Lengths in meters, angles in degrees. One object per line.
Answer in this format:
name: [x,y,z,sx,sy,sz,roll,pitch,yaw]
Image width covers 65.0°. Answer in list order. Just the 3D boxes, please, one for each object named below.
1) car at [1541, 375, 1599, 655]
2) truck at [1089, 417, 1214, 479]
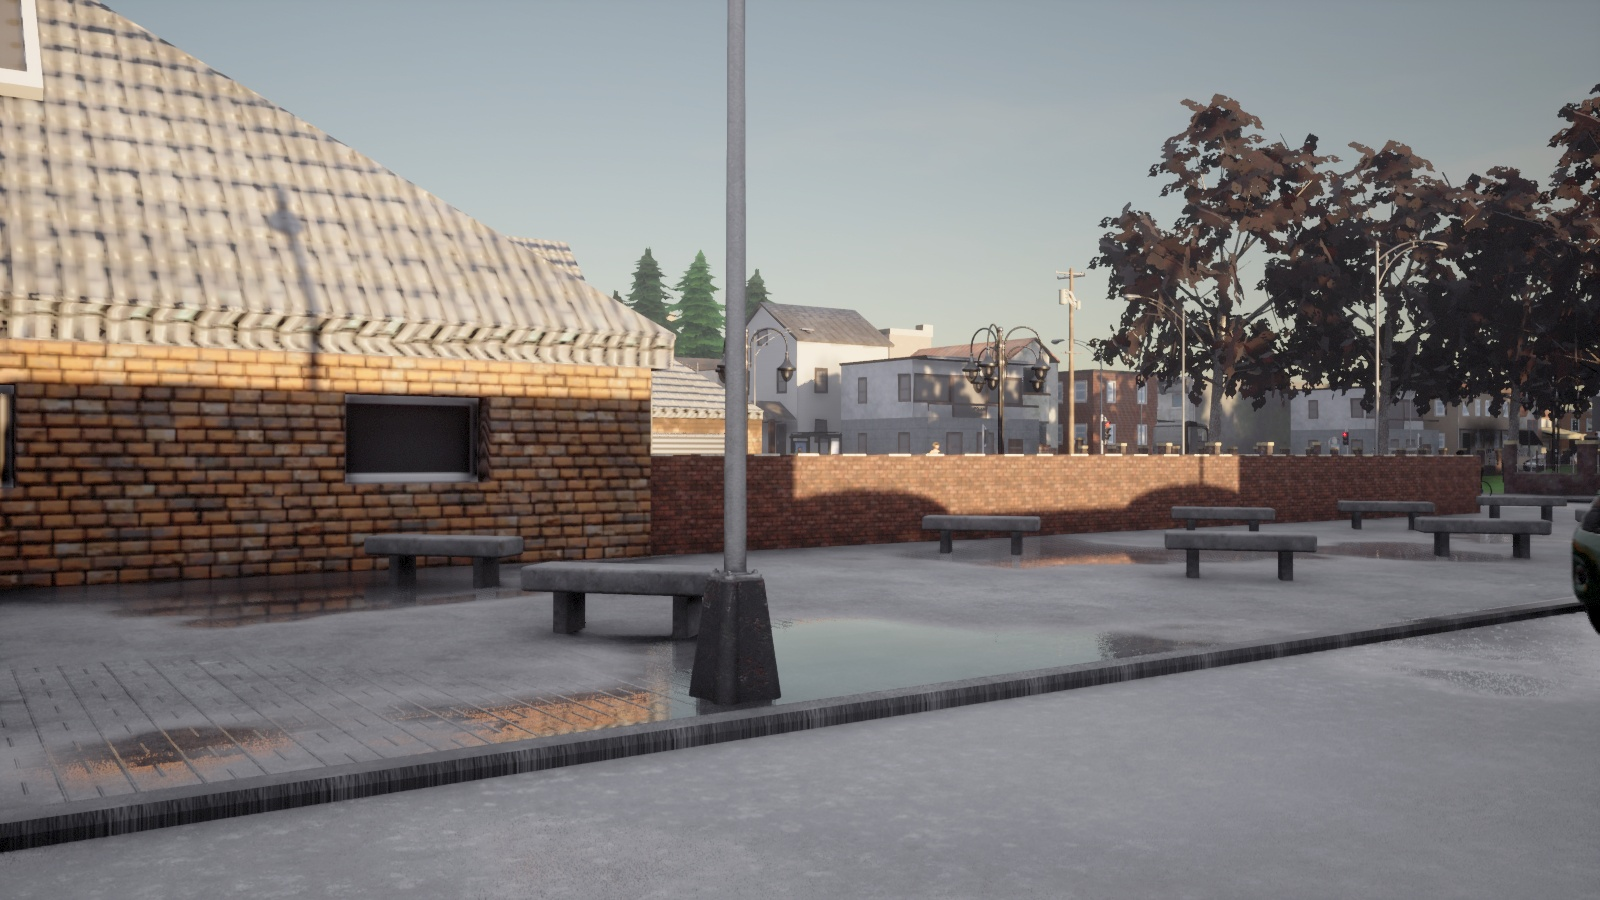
car: [8.495,0.471,10.191,5.566,2.045,2.150,0,0,-35]
truck: [20.808,-0.100,74.047,7.936,3.462,2.891,0,0,-37]
